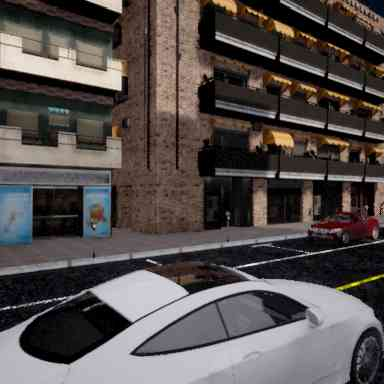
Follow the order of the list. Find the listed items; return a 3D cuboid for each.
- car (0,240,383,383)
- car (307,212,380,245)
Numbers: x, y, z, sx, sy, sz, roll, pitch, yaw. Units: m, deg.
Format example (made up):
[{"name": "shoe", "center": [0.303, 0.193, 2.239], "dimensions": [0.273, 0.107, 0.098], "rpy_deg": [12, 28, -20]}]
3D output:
[{"name": "car", "center": [0.208, 1.525, 3.581], "dimensions": [4.674, 1.442, 1.812], "rpy_deg": [0, 0, -35]}, {"name": "car", "center": [7.172, 1.583, 15.538], "dimensions": [4.206, 1.307, 1.802], "rpy_deg": [0, 0, -35]}]
